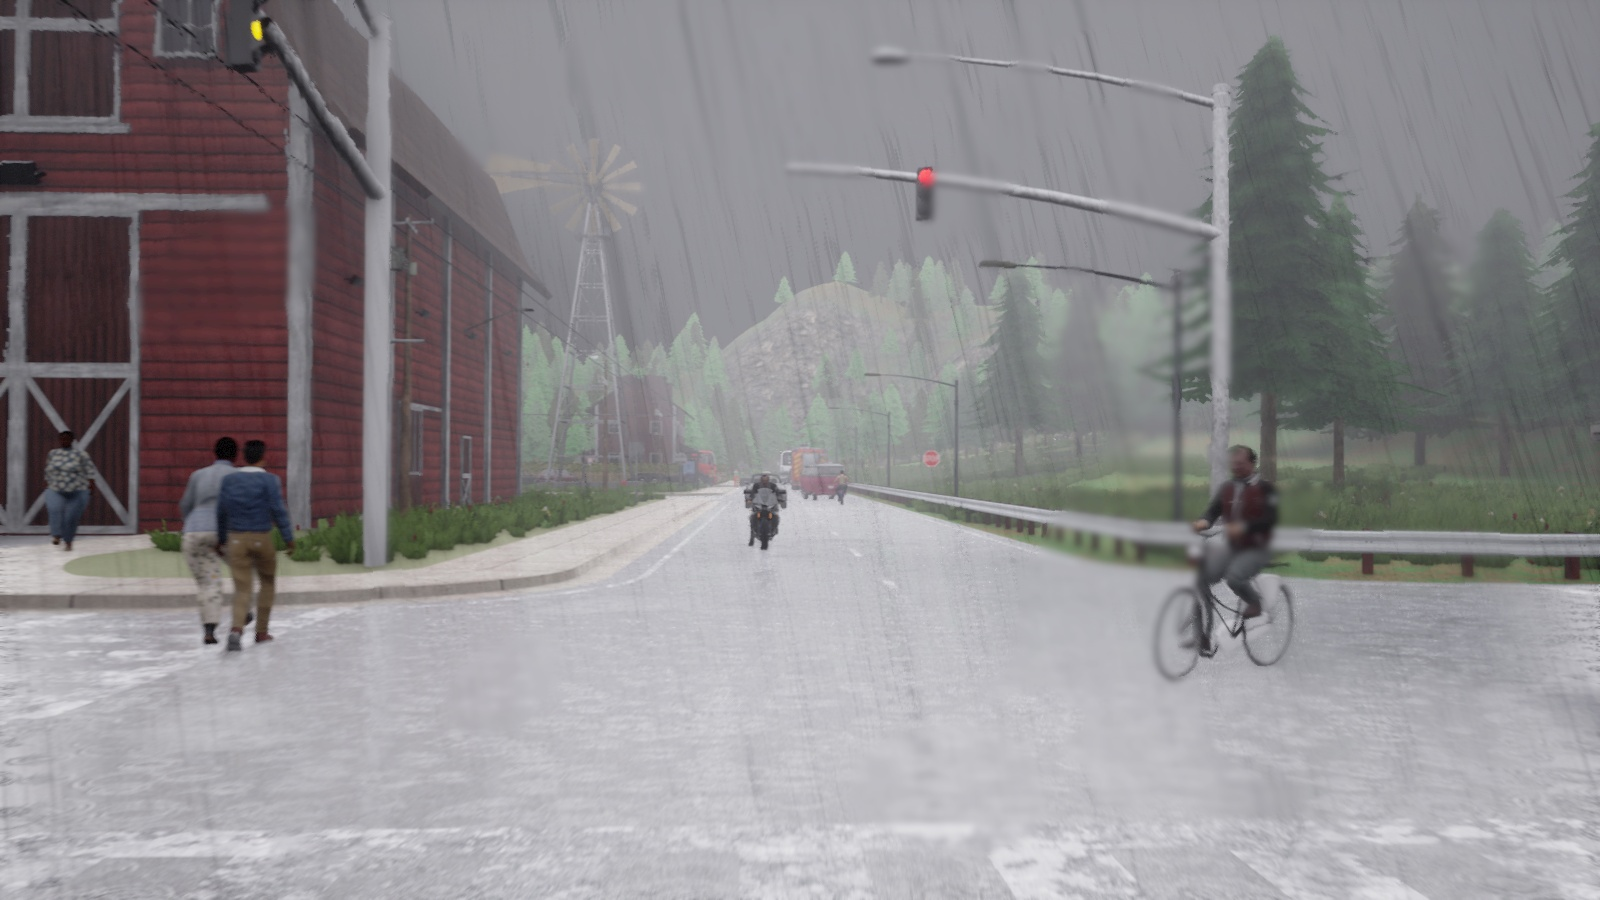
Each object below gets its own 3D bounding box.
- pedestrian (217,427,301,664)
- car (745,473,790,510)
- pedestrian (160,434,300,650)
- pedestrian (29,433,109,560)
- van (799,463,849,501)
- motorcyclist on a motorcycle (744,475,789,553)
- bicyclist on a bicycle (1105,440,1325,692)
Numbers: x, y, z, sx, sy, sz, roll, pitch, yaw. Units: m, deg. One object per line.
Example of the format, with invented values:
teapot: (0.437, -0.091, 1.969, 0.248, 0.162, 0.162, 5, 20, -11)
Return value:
pedestrian: (-4.617, 0.788, 10.753, 0.423, 1.949, 0.788, 0, -1, -4)
car: (-1.373, 1.723, 52.989, 1.816, 1.474, 4.193, 0, -1, -1)
pedestrian: (-5.088, 0.798, 11.266, 0.874, 1.855, 0.900, 0, -1, -3)
pedestrian: (-11.039, 0.689, 18.991, 0.874, 1.855, 0.900, 0, -1, -19)
van: (1.282, 1.709, 68.182, 1.775, 1.987, 4.442, 0, -1, -11)
motorcyclist on a motorcycle: (-0.688, 1.286, 25.831, 0.866, 1.530, 2.191, 0, -1, -1)
bicyclist on a bicycle: (3.223, 0.826, 9.667, 1.843, 1.776, 0.659, 1, 0, -37)
